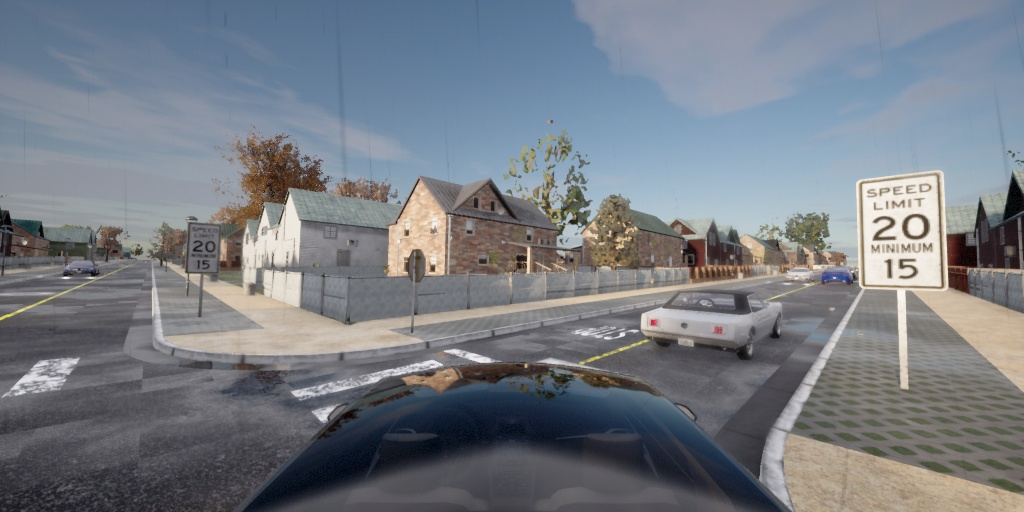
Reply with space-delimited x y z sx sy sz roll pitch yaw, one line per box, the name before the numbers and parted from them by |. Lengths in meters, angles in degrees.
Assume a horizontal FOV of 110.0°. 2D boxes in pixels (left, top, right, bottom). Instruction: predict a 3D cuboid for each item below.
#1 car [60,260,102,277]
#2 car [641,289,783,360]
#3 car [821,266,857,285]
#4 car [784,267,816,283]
car | -40.003 1.130 33.408 4.674 1.442 1.812 0 -3 45
car | 5.025 1.441 8.633 4.718 1.301 1.895 1 -2 -44
car | 28.917 1.719 31.859 5.008 1.535 1.882 1 -2 -44
car | 28.325 1.855 35.207 4.674 1.442 1.812 1 -2 -44
